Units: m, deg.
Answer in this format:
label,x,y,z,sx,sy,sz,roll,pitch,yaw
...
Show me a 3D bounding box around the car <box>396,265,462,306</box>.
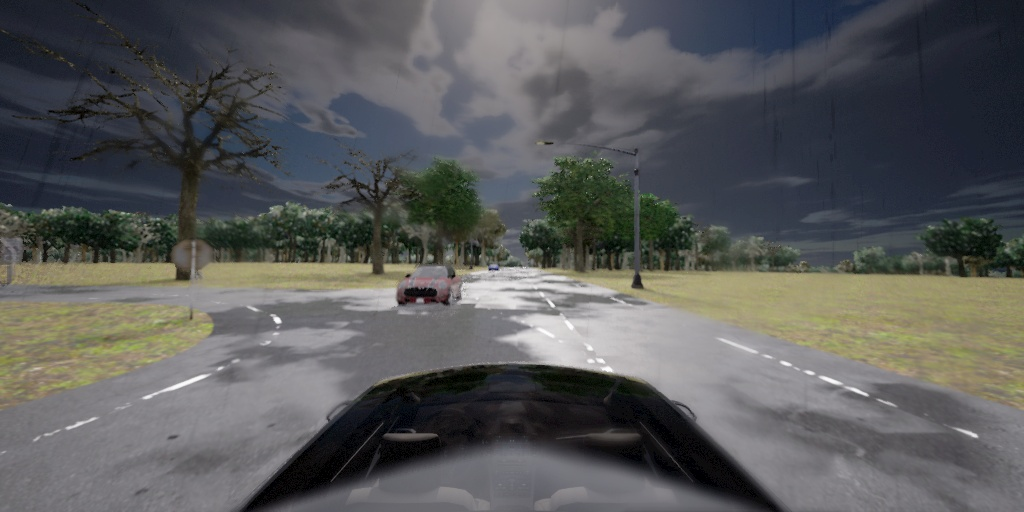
label,x,y,z,sx,sy,sz,roll,pitch,yaw
car,-3.495,1.169,15.918,2.097,1.767,4.553,1,-2,0
